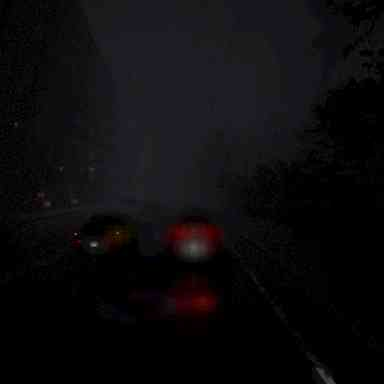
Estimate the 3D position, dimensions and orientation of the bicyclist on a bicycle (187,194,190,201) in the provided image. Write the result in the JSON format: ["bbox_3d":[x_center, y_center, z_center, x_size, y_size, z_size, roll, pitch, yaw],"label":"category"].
[{"bbox_3d":[-0.854,1.505,90.488,0.659,1.776,1.843,0,0,-4],"label":"bicyclist on a bicycle"}]

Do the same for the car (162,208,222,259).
[{"bbox_3d":[0.091,1.517,12.582,1.837,1.490,4.892,0,-1,1],"label":"car"}]

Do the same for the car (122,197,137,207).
[{"bbox_3d":[-9.867,1.576,52.906,2.128,1.511,4.902,0,0,-1],"label":"car"}]

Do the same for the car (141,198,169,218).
[{"bbox_3d":[-3.115,1.534,28.799,2.128,1.511,4.902,0,0,0],"label":"car"}]

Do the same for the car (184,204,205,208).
[{"bbox_3d":[0.124,1.641,27.347,1.895,1.301,4.718,0,0,1],"label":"car"}]

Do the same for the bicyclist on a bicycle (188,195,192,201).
[{"bbox_3d":[-0.255,1.495,81.433,0.659,1.776,1.843,0,0,-3],"label":"bicyclist on a bicycle"}]

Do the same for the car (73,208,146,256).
[{"bbox_3d":[-3.155,1.544,13.076,1.812,1.442,4.674,0,-1,0],"label":"car"}]

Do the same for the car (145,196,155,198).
[{"bbox_3d":[-6.604,1.433,51.353,2.097,1.767,4.553,0,0,-1],"label":"car"}]
